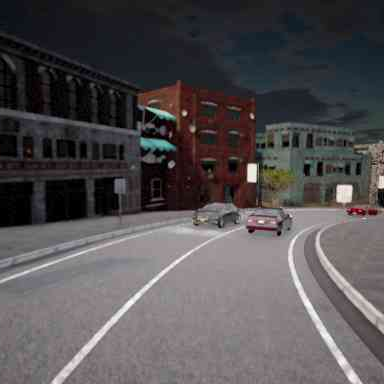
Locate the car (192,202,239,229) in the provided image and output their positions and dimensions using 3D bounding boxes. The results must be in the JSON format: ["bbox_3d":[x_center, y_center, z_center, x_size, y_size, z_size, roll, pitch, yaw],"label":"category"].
[{"bbox_3d":[1.667,1.413,21.419,1.837,1.490,4.892,2,1,26],"label":"car"}]

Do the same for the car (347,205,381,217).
[{"bbox_3d":[19.708,2.129,37.964,4.718,1.301,1.895,2,3,-37],"label":"car"}]

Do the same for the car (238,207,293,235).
[{"bbox_3d":[4.598,1.598,19.298,2.033,1.411,5.357,3,1,25],"label":"car"}]
